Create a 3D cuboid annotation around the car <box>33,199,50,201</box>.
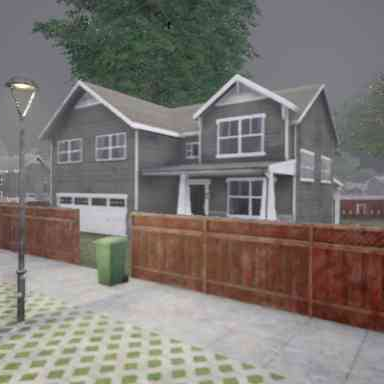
[{"bbox_3d":[-14.662,1.472,33.494,2.128,1.511,4.902,1,0,15],"label":"car"}]
